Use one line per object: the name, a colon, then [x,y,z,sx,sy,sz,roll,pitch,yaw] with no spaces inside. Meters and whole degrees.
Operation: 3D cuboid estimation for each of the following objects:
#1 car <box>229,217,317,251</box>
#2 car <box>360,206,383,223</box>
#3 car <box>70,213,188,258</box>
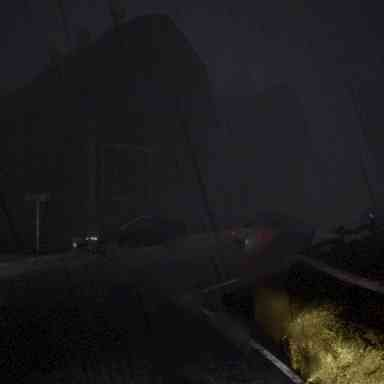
car: [3.787,1.764,14.879,1.895,1.301,4.718,-1,-1,44]
car: [15.832,1.871,28.060,4.181,1.385,1.994,1,-1,-44]
car: [-2.370,1.639,13.519,4.902,1.511,2.128,1,-1,-42]
